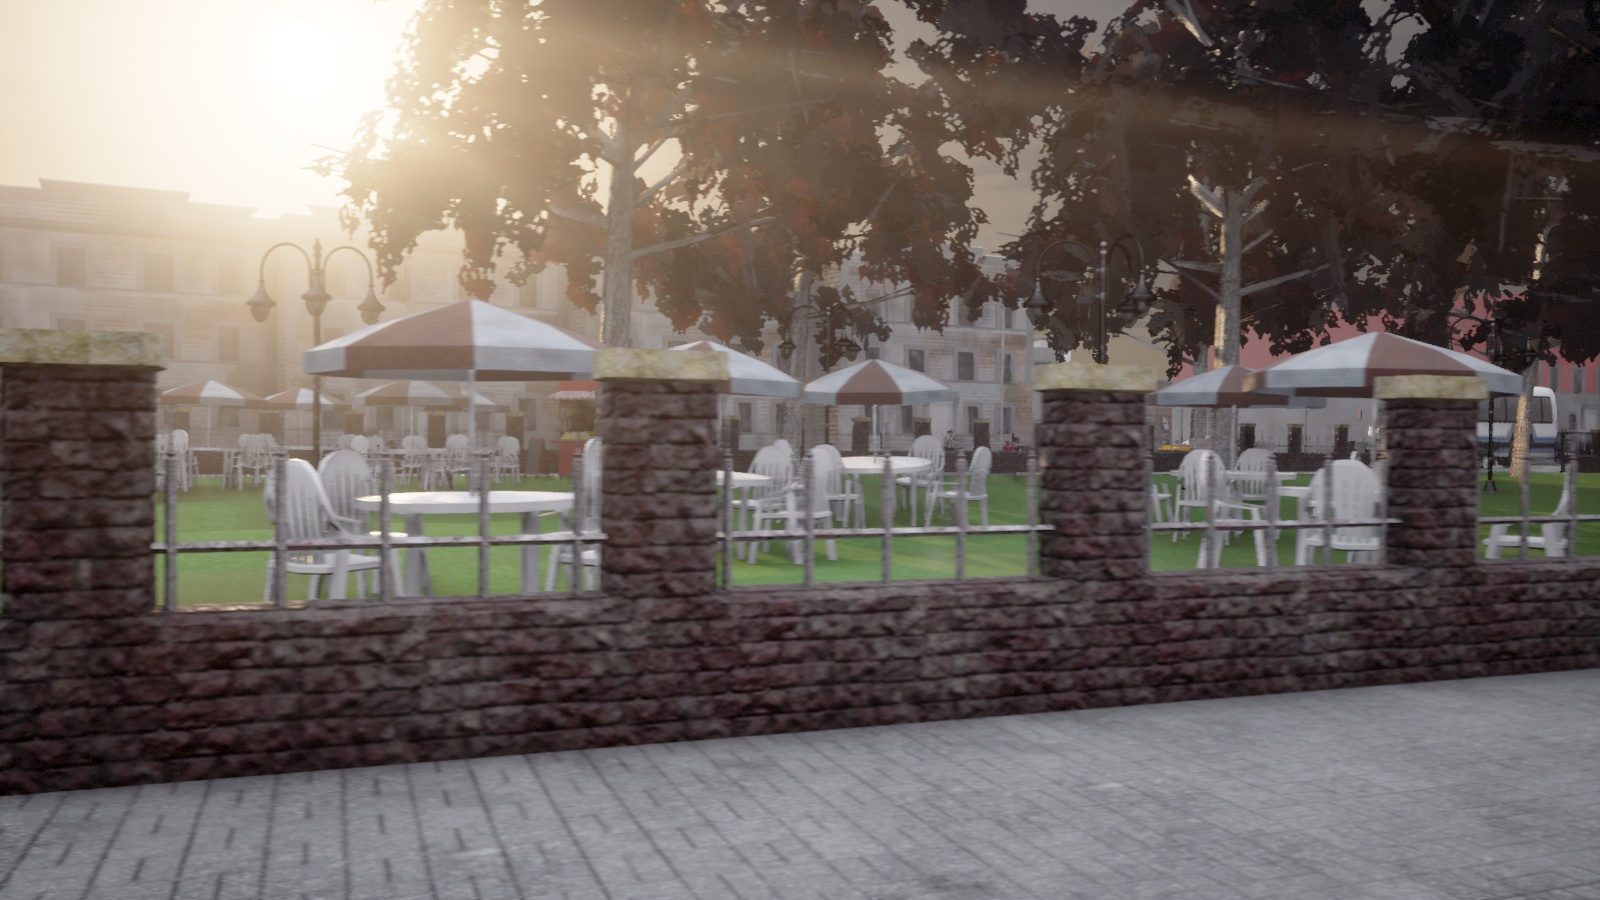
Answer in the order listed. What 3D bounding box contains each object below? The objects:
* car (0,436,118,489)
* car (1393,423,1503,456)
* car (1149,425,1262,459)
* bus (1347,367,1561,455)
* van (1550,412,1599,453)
[{"bbox_3d":[-23.724,0.377,38.545,4.514,1.525,2.007,-1,1,-42],"label":"car"},{"bbox_3d":[30.672,-0.501,59.459,4.892,1.490,1.837,-1,1,-21],"label":"car"},{"bbox_3d":[19.183,-0.401,59.400,5.008,1.535,1.882,-1,1,-21],"label":"car"},{"bbox_3d":[33.776,-2.004,64.887,10.273,4.253,3.944,-1,1,-21],"label":"bus"},{"bbox_3d":[40.021,-0.911,62.981,4.442,1.987,1.775,-1,1,-21],"label":"van"}]
